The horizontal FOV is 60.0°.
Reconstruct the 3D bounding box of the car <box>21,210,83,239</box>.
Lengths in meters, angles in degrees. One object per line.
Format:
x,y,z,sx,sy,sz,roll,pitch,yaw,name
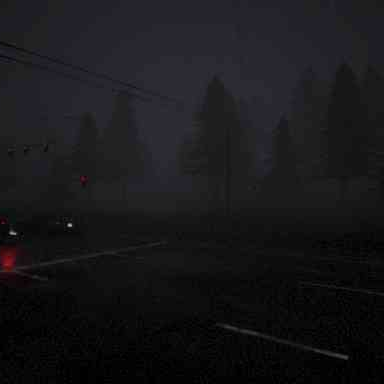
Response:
-7.894,1.694,18.218,4.181,1.385,1.994,-1,0,36,car

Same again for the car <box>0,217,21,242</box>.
-10.582,1.628,15.839,4.902,1.511,2.128,-1,0,36,car
